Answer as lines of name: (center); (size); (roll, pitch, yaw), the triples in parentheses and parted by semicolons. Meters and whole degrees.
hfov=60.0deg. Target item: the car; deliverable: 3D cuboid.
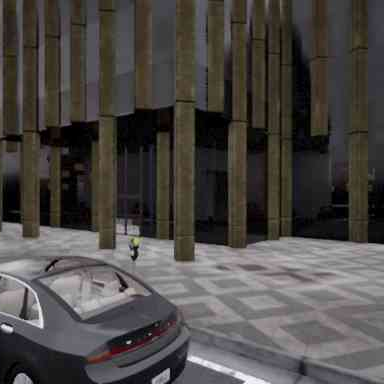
car: (-2.075, 1.545, 4.429); (4.403, 1.369, 2.008); (0, 0, 35)
